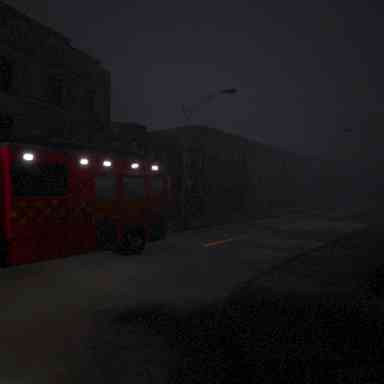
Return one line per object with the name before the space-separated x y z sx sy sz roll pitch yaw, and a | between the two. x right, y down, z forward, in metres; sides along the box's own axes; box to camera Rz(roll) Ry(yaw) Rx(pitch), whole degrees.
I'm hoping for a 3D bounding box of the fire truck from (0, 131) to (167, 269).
fire truck | -4.537 0.338 10.412 2.891 3.827 8.468 0 0 37
